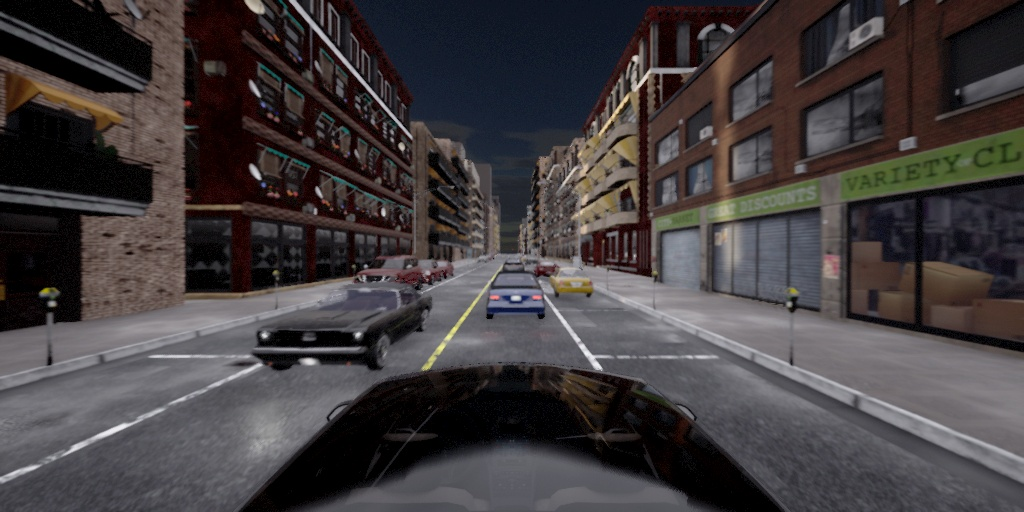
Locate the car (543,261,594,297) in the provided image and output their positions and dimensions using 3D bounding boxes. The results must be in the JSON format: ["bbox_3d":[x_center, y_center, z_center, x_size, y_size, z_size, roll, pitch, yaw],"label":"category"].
[{"bbox_3d":[2.700,1.116,17.311,1.751,1.417,4.829,0,0,0],"label":"car"}]

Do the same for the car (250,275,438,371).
[{"bbox_3d":[-3.095,1.288,7.685,1.895,1.301,4.718,0,1,0],"label":"car"}]

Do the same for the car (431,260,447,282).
[{"bbox_3d":[-5.676,0.969,22.788,1.967,1.591,4.097,0,0,0],"label":"car"}]

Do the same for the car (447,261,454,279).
[{"bbox_3d":[-5.671,1.016,28.425,1.888,1.381,4.507,0,0,0],"label":"car"}]

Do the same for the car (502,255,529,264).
[{"bbox_3d":[0.124,0.936,31.064,2.128,1.511,4.902,0,1,0],"label":"car"}]

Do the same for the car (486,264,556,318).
[{"bbox_3d":[0.108,1.186,12.420,2.033,1.411,5.357,0,1,0],"label":"car"}]

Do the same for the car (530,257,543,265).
[{"bbox_3d":[2.709,1.018,28.413,1.888,1.381,4.507,0,0,0],"label":"car"}]

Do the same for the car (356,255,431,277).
[{"bbox_3d":[-5.681,0.903,17.152,2.192,1.841,5.009,0,0,0],"label":"car"}]

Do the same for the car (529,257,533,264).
[{"bbox_3d":[2.728,0.788,50.956,2.007,1.370,4.403,0,0,0],"label":"car"}]
